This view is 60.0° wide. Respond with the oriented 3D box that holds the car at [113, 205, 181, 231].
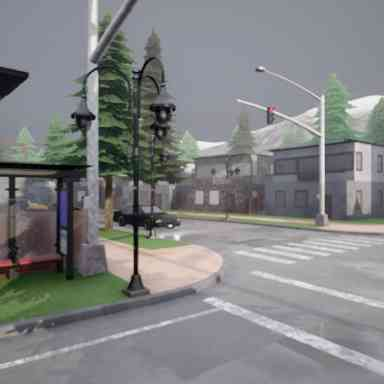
[{"bbox_3d":[-2.999,1.534,20.823,2.033,1.411,5.357,0,0,-42],"label":"car"}]
